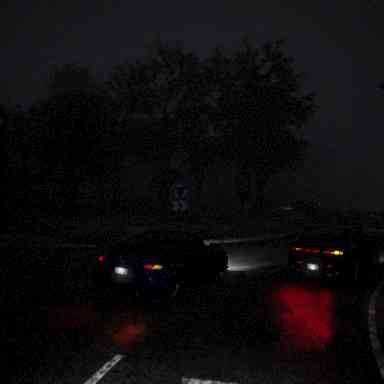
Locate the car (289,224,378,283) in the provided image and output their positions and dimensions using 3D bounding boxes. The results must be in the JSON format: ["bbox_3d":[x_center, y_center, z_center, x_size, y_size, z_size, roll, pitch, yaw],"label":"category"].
[{"bbox_3d":[4.784,1.840,11.023,1.837,1.490,4.892,0,-1,38],"label":"car"}]

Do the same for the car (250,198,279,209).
[{"bbox_3d":[10.245,1.586,47.154,1.812,1.442,4.674,0,1,-30],"label":"car"}]

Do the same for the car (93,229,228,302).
[{"bbox_3d":[-0.575,1.701,8.866,1.994,1.385,4.181,2,0,28],"label":"car"}]

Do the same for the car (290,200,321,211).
[{"bbox_3d":[15.080,1.714,44.404,1.994,1.385,4.181,0,1,-22],"label":"car"}]
